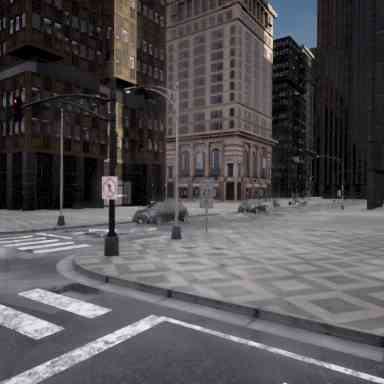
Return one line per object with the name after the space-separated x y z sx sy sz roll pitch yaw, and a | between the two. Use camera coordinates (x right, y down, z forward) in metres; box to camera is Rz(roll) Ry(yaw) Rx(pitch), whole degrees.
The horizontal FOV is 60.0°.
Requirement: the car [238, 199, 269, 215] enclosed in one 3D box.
6.979 1.552 37.649 2.097 1.767 4.553 1 0 35 | car

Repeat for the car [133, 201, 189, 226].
-2.237 1.460 24.625 2.097 1.767 4.553 1 0 35 | car
